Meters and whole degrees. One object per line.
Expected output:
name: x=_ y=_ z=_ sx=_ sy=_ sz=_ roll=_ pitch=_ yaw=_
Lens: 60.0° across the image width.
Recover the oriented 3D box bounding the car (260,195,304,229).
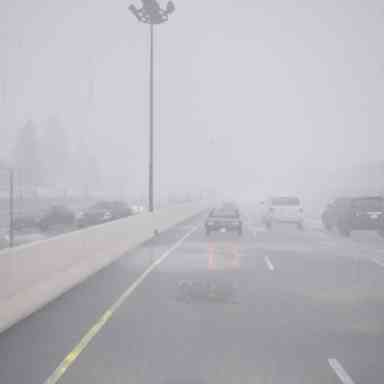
car: x=5.754 y=1.209 z=21.674 sx=2.150 sy=2.045 sz=5.566 roll=0 pitch=0 yaw=7

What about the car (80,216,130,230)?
car: x=-5.212 y=1.295 z=20.365 sx=2.097 sy=1.767 sz=4.553 roll=0 pitch=0 yaw=7

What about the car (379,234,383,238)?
car: x=3.779 y=1.489 z=2.773 sx=1.882 sy=1.535 sz=5.008 roll=0 pitch=0 yaw=2

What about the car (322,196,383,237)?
car: x=8.824 y=1.228 z=18.141 sx=2.150 sy=2.045 sz=5.566 roll=0 pitch=0 yaw=7

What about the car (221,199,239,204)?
car: x=4.105 y=1.482 z=36.062 sx=1.812 sy=1.442 sz=4.674 roll=0 pitch=0 yaw=7

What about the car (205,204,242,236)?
car: x=1.820 y=1.577 z=18.549 sx=1.895 sy=1.301 sz=4.718 roll=0 pitch=0 yaw=7
